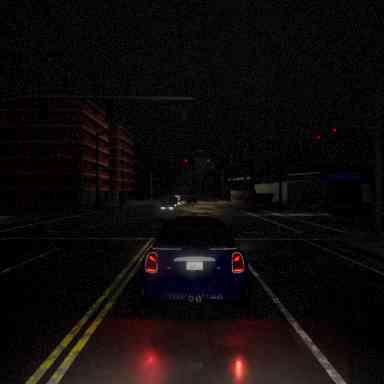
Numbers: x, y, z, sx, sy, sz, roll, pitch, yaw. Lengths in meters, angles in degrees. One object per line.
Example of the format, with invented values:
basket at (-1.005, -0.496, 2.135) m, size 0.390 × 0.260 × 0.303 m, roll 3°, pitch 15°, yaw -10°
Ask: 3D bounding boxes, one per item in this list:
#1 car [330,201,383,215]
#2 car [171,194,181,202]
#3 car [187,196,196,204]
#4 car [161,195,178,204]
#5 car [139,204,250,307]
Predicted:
car at (16.391, 1.601, 33.204) m, size 4.718 × 1.301 × 1.895 m, roll 0°, pitch 0°, yaw 0°
car at (-3.699, 1.547, 63.183) m, size 2.033 × 1.411 × 5.357 m, roll 0°, pitch 0°, yaw 0°
car at (-0.056, 1.505, 65.922) m, size 1.837 × 1.490 × 4.892 m, roll 0°, pitch 0°, yaw 0°
car at (-3.704, 1.548, 51.139) m, size 2.033 × 1.411 × 5.357 m, roll 0°, pitch 0°, yaw 0°
car at (0.056, 1.352, 8.117) m, size 2.097 × 1.767 × 4.553 m, roll 0°, pitch 0°, yaw 0°
